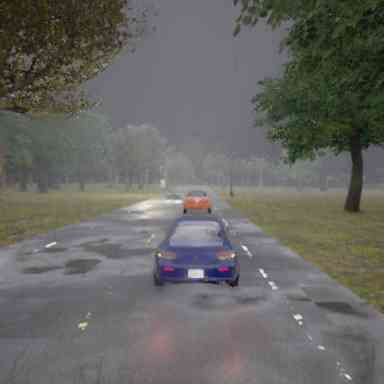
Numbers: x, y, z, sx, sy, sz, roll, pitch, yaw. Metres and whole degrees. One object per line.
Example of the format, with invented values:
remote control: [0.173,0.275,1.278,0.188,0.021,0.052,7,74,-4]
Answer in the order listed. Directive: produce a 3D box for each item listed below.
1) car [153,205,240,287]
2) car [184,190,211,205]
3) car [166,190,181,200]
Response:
car: [0.125,1.300,8.514,1.812,1.442,4.674,0,2,1]
car: [0.449,0.645,27.307,2.097,1.767,4.553,0,1,2]
car: [-2.619,0.386,47.580,1.895,1.301,4.718,0,1,2]
